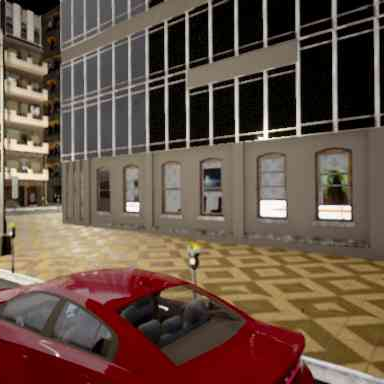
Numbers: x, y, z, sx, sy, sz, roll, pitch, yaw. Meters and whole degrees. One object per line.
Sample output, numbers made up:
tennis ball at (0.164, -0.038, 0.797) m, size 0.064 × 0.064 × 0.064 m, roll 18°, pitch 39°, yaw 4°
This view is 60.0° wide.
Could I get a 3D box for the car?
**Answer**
car at (-1.058, 1.534, 3.646) m, size 4.507 × 1.381 × 1.887 m, roll 0°, pitch -1°, yaw 36°
